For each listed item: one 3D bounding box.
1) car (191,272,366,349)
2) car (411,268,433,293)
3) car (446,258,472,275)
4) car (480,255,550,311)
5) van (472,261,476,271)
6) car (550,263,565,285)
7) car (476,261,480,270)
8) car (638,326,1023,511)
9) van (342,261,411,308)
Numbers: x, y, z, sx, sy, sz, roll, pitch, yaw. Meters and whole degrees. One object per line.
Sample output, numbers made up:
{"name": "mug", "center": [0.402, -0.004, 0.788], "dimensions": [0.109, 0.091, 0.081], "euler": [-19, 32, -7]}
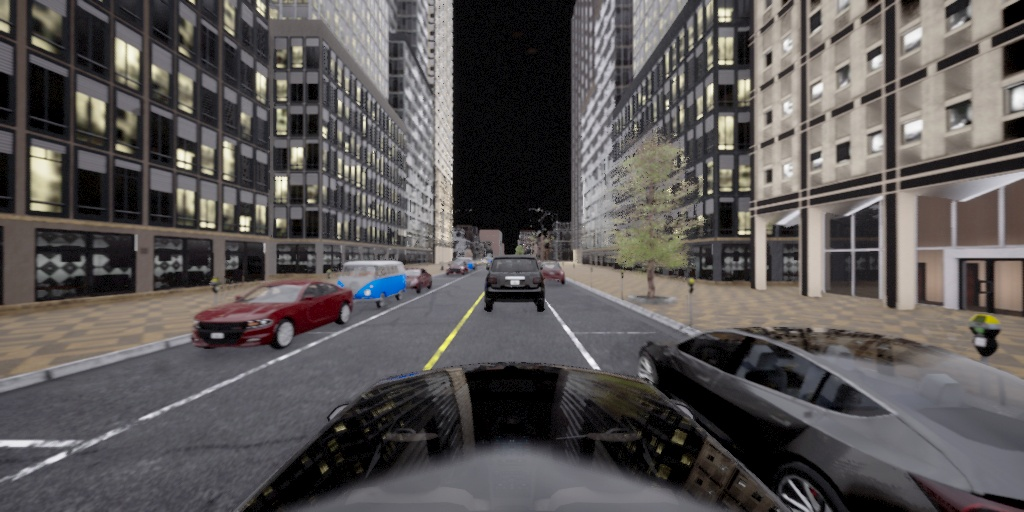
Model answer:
{"name": "car", "center": [-5.690, 1.295, 9.169], "dimensions": [1.888, 1.381, 4.507], "euler": [0, 0, 0]}
{"name": "car", "center": [-5.690, 1.330, 20.554], "dimensions": [1.802, 1.307, 4.207], "euler": [0, 0, 0]}
{"name": "car", "center": [-5.690, 1.182, 37.630], "dimensions": [1.967, 1.591, 4.097], "euler": [0, 0, 0]}
{"name": "car", "center": [0.101, 0.971, 14.594], "dimensions": [2.150, 2.045, 5.566], "euler": [0, 0, 0]}
{"name": "van", "center": [-5.690, 1.080, 43.323], "dimensions": [1.690, 1.789, 3.998], "euler": [0, 0, 0]}
{"name": "car", "center": [2.691, 1.186, 26.231], "dimensions": [1.967, 1.591, 4.097], "euler": [0, 0, 0]}
{"name": "car", "center": [-5.690, 1.302, 49.015], "dimensions": [1.948, 1.339, 4.313], "euler": [0, 0, 0]}
{"name": "car", "center": [2.690, 1.316, 3.464], "dimensions": [1.948, 1.339, 4.313], "euler": [0, 0, 0]}
{"name": "van", "center": [-5.690, 1.090, 14.862], "dimensions": [1.690, 1.789, 3.998], "euler": [0, 0, 0]}
